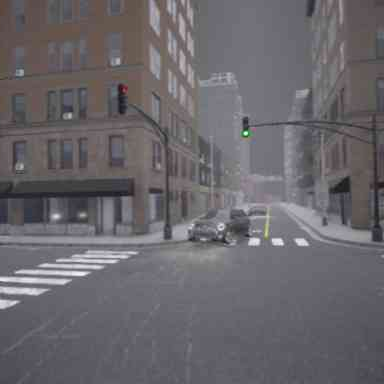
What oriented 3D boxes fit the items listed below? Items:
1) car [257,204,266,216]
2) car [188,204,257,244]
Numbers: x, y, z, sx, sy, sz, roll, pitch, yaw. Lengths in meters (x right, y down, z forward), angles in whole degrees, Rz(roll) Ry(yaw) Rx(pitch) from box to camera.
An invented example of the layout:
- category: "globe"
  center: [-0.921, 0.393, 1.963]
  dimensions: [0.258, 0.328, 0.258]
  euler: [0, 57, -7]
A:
- category: "car"
  center: [8.346, 2.276, 42.272]
  dimensions: [1.994, 1.385, 4.181]
  euler: [-1, -1, 13]
- category: "car"
  center: [1.612, 1.683, 17.831]
  dimensions: [2.097, 1.767, 4.553]
  euler: [-2, -1, 29]
